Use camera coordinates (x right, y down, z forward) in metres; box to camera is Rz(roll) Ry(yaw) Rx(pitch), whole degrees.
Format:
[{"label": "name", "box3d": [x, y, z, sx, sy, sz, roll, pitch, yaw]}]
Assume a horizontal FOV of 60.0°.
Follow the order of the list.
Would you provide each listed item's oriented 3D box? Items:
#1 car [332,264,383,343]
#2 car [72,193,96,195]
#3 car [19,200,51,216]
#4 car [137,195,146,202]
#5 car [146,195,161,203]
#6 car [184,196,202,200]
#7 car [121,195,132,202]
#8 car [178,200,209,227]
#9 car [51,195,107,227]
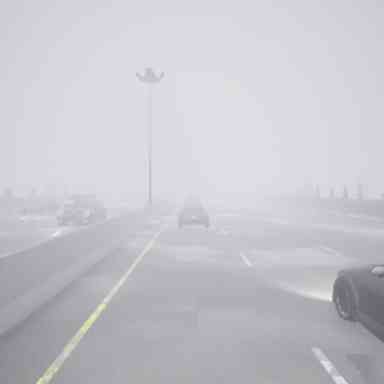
[{"label": "car", "box3d": [3.600, 1.548, 4.528, 1.994, 1.385, 4.181, 0, 0, 0]}, {"label": "car", "box3d": [-10.590, 1.127, 31.997, 2.150, 2.045, 5.566, 0, 0, 0]}, {"label": "car", "box3d": [-14.093, 1.455, 31.351, 2.033, 1.411, 5.357, 0, 0, 0]}, {"label": "car", "box3d": [-10.788, 1.401, 72.789, 1.812, 1.442, 4.674, 0, 0, -4]}, {"label": "car", "box3d": [-7.014, 1.384, 62.573, 1.837, 1.490, 4.892, 0, 0, 1]}, {"label": "car", "box3d": [0.105, 1.244, 39.703, 2.097, 1.767, 4.553, 0, 0, 0]}, {"label": "car", "box3d": [-14.262, 1.435, 72.358, 1.994, 1.385, 4.181, 0, 0, -4]}, {"label": "car", "box3d": [0.102, 1.494, 22.140, 1.994, 1.385, 4.181, 0, 0, 0]}, {"label": "car", "box3d": [-7.096, 1.283, 21.853, 2.097, 1.767, 4.553, 0, 0, 0]}]
